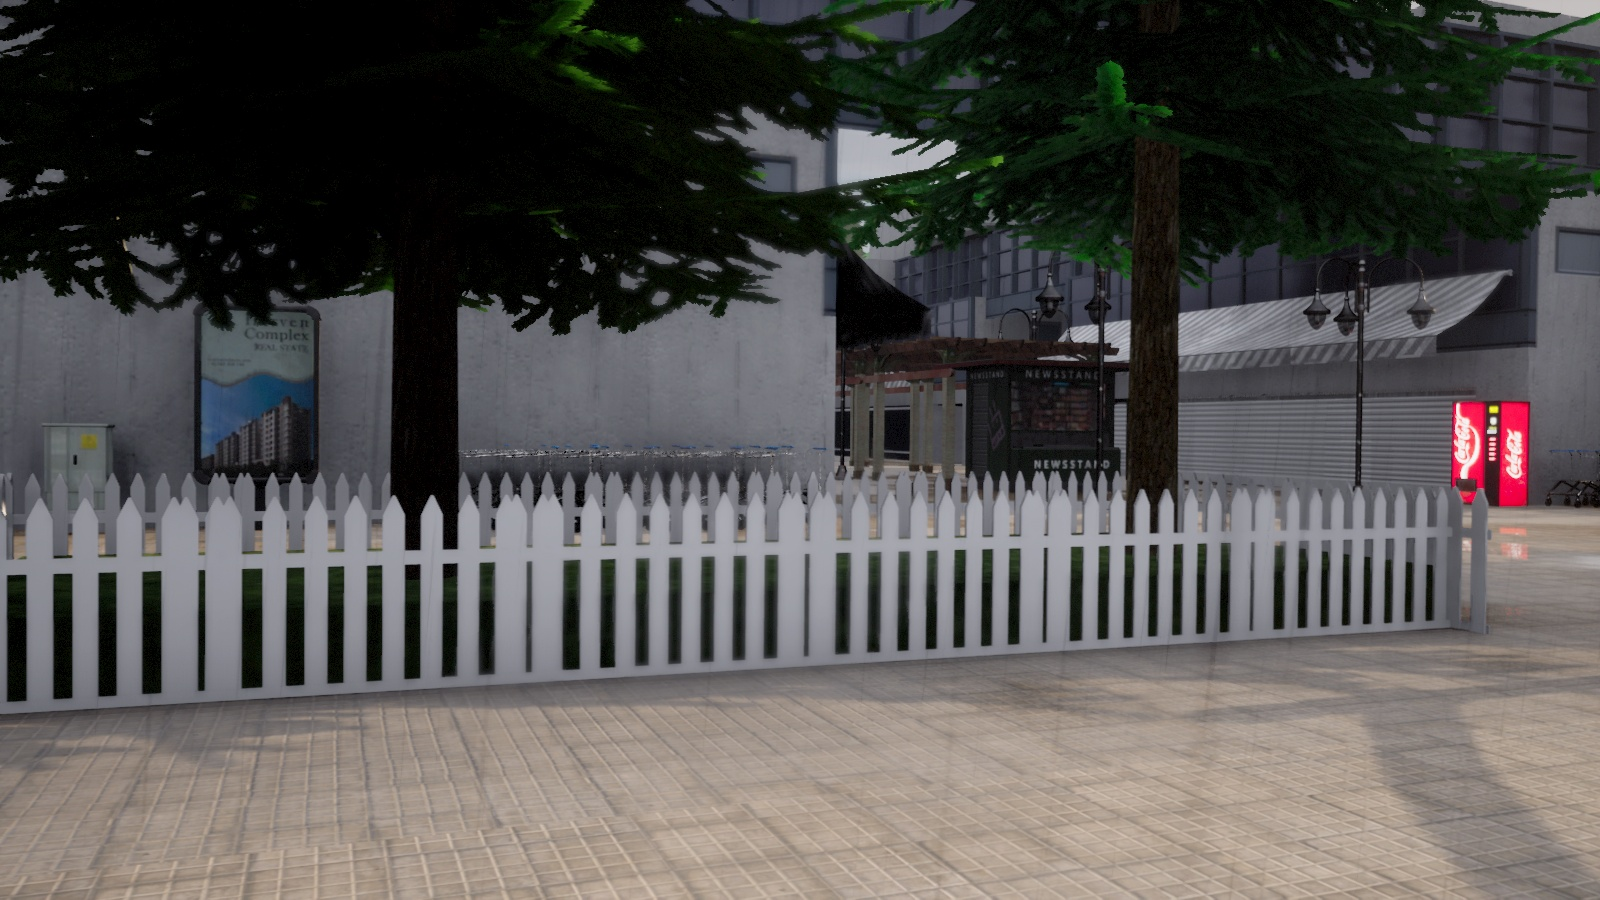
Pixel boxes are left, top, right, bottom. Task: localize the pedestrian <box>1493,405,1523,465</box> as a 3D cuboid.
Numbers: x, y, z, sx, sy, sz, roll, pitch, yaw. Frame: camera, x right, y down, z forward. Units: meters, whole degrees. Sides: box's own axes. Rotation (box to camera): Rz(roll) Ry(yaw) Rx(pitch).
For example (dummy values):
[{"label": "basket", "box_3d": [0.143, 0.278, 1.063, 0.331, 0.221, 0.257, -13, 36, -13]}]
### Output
[{"label": "pedestrian", "box_3d": [23.199, -0.504, 41.170, 0.423, 1.949, 0.788, -1, 1, -15]}]
